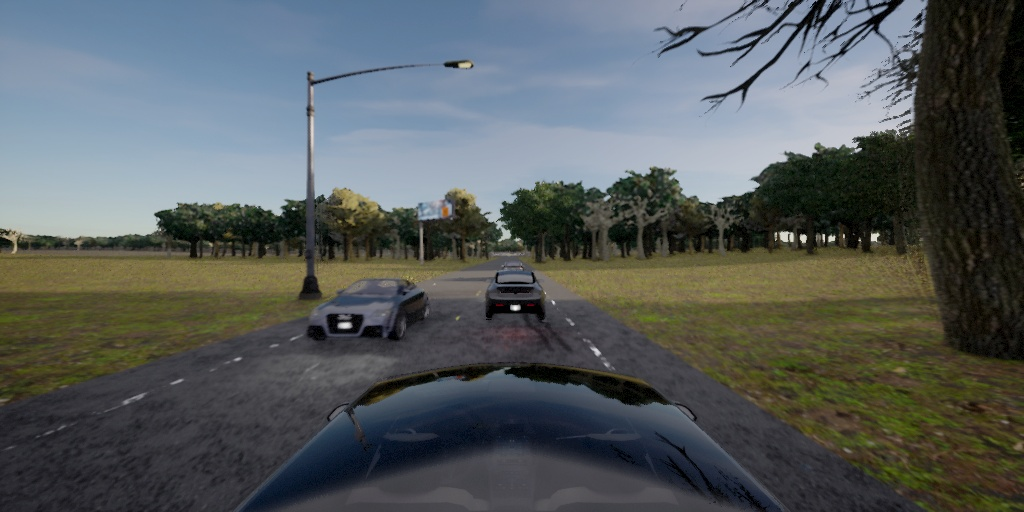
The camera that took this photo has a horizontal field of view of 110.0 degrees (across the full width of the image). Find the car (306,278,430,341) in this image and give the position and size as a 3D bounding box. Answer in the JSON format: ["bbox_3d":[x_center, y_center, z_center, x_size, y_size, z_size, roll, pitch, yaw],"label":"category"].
[{"bbox_3d":[-3.584,1.293,9.686,1.994,1.385,4.181,0,0,0],"label":"car"}]

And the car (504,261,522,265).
[{"bbox_3d":[0.092,1.168,30.686,2.128,1.511,4.902,0,0,0],"label":"car"}]

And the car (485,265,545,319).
[{"bbox_3d":[0.096,1.226,12.639,1.837,1.490,4.892,0,0,0],"label":"car"}]
